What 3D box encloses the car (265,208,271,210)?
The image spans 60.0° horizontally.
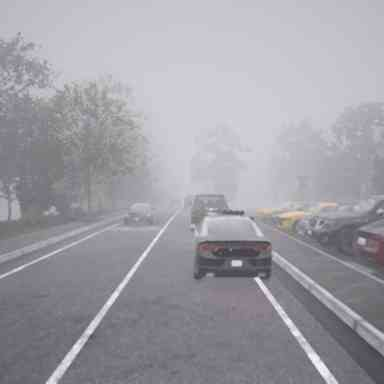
[{"bbox_3d":[7.093,1.327,20.454,4.892,1.521,2.231,0,0,0],"label":"car"}]

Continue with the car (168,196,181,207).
[{"bbox_3d":[-3.268,1.806,63.787,2.150,2.045,5.566,0,-2,1],"label":"car"}]

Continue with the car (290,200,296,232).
[{"bbox_3d":[7.114,1.227,14.904,4.553,1.767,2.185,0,1,0],"label":"car"}]

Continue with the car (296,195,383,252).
[{"bbox_3d":[7.053,1.123,12.131,5.566,2.045,2.435,0,1,0],"label":"car"}]

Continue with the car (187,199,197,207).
[{"bbox_3d":[0.010,1.992,60.335,1.837,1.490,4.892,0,-2,0],"label":"car"}]

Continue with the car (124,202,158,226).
[{"bbox_3d":[-3.346,1.392,22.510,1.812,1.442,4.674,0,0,0],"label":"car"}]

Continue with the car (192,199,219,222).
[{"bbox_3d":[0.979,1.354,25.775,1.882,1.535,5.008,0,0,0],"label":"car"}]

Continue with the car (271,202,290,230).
[{"bbox_3d":[7.091,1.335,17.682,5.008,1.535,2.097,0,0,0],"label":"car"}]

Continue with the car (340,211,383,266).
[{"bbox_3d":[7.109,1.429,9.357,4.792,1.488,2.163,0,1,0],"label":"car"}]

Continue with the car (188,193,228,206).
[{"bbox_3d":[0.979,1.090,19.800,2.150,2.045,5.566,0,0,0],"label":"car"}]

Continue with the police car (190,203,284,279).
[{"bbox_3d":[0.977,1.336,9.861,1.930,1.638,5.238,0,0,0],"label":"police car"}]

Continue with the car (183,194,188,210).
[{"bbox_3d":[0.024,1.332,45.467,2.150,2.045,5.566,0,-1,0],"label":"car"}]

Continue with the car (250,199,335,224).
[{"bbox_3d":[6.903,1.322,23.223,5.366,1.575,1.946,0,0,0],"label":"car"}]
